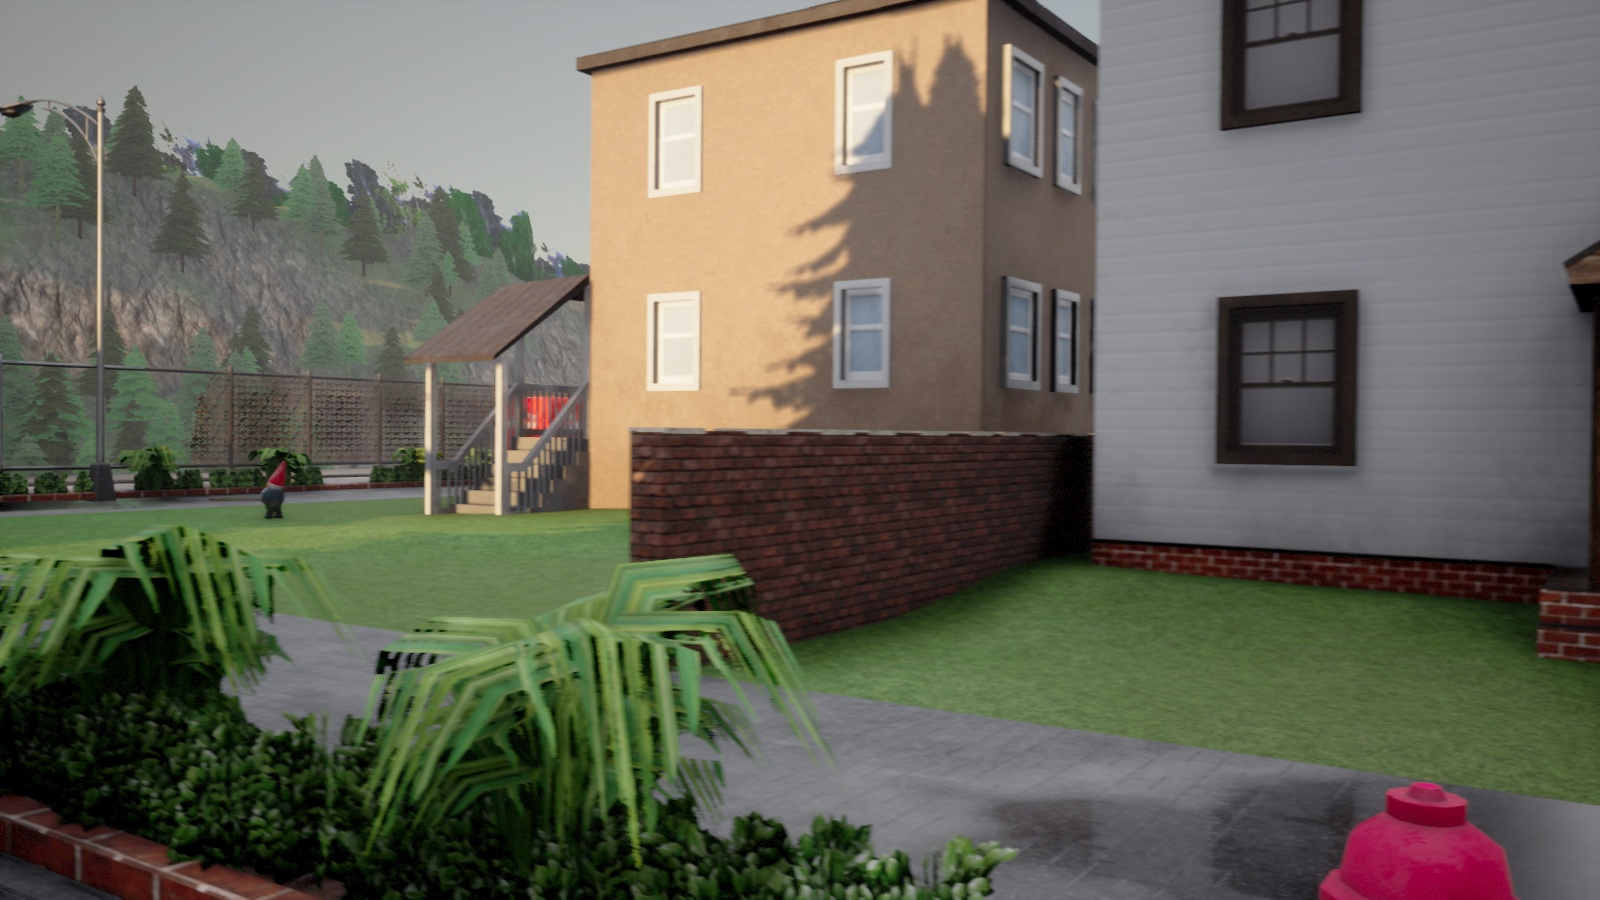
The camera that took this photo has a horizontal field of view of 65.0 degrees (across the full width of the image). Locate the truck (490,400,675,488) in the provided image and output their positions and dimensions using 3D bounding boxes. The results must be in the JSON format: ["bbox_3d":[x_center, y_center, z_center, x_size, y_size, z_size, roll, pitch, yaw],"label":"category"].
[{"bbox_3d":[-6.467,-0.216,38.010,2.627,2.467,5.204,0,1,34],"label":"truck"}]
